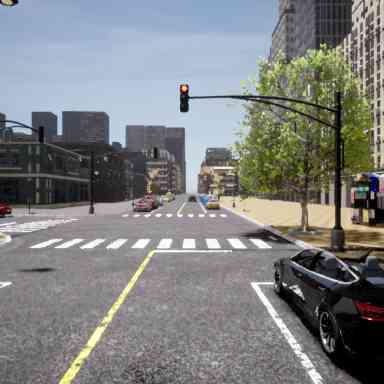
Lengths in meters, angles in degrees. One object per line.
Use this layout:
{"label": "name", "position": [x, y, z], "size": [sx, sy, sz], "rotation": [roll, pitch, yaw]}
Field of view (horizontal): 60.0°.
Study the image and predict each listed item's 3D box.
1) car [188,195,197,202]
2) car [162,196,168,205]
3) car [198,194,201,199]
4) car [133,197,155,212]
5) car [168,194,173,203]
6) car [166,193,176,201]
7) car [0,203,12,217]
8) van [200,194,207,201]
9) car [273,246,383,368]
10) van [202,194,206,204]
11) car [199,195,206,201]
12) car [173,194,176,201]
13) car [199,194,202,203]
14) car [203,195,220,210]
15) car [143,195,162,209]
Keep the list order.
{"label": "car", "position": [0.080, 1.507, 74.977], "size": [1.837, 1.490, 4.892], "rotation": [0, 0, 0]}
{"label": "car", "position": [-5.633, 1.555, 54.901], "size": [2.008, 1.369, 4.403], "rotation": [0, 0, 0]}
{"label": "car", "position": [2.763, 1.572, 71.549], "size": [1.947, 1.339, 4.313], "rotation": [0, 0, 0]}
{"label": "car", "position": [-5.649, 1.585, 38.248], "size": [1.802, 1.307, 4.206], "rotation": [0, 0, 0]}
{"label": "car", "position": [-5.617, 1.532, 71.384], "size": [1.752, 1.417, 4.829], "rotation": [0, 0, 0]}
{"label": "car", "position": [-5.600, 1.324, 88.207], "size": [2.192, 1.841, 5.009], "rotation": [0, 0, 0]}
{"label": "car", "position": [-17.242, 1.371, 27.262], "size": [4.507, 1.381, 1.887], "rotation": [1, -1, -1]}
{"label": "van", "position": [2.776, 1.349, 82.651], "size": [1.690, 1.788, 3.998], "rotation": [0, 0, 0]}
{"label": "car", "position": [2.700, 1.566, 5.764], "size": [1.947, 1.339, 4.313], "rotation": [0, 0, 0]}
{"label": "van", "position": [2.743, 1.345, 49.345], "size": [1.690, 1.788, 3.998], "rotation": [0, 0, 0]}
{"label": "car", "position": [2.780, 1.534, 88.371], "size": [1.752, 1.417, 4.829], "rotation": [0, 0, 0]}
{"label": "car", "position": [-5.607, 1.559, 82.656], "size": [2.008, 1.369, 4.403], "rotation": [0, 0, 0]}
{"label": "car", "position": [2.752, 1.556, 60.447], "size": [2.008, 1.369, 4.403], "rotation": [0, 0, 0]}
{"label": "car", "position": [2.737, 1.528, 43.963], "size": [1.752, 1.417, 4.829], "rotation": [0, 0, 0]}
{"label": "car", "position": [-5.643, 1.318, 43.799], "size": [2.192, 1.841, 5.009], "rotation": [0, 0, 0]}
